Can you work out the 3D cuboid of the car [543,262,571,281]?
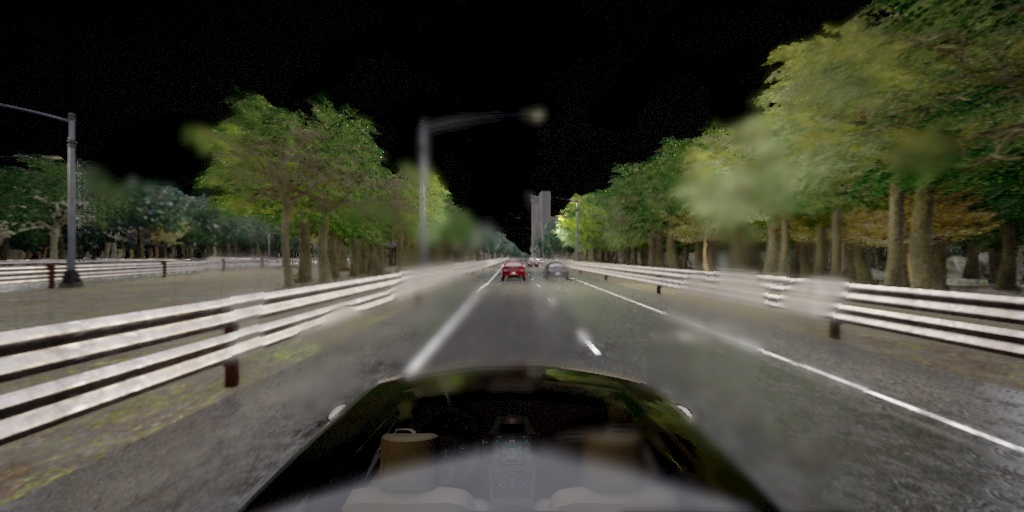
[{"bbox_3d":[3.634,1.238,29.631,1.812,1.442,4.674,0,0,0],"label":"car"}]

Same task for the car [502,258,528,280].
[{"bbox_3d":[0.135,1.186,30.692,1.882,1.535,5.008,0,0,0],"label":"car"}]

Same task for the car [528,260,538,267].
[{"bbox_3d":[3.676,1.298,64.962,1.895,1.301,4.718,0,0,0],"label":"car"}]
